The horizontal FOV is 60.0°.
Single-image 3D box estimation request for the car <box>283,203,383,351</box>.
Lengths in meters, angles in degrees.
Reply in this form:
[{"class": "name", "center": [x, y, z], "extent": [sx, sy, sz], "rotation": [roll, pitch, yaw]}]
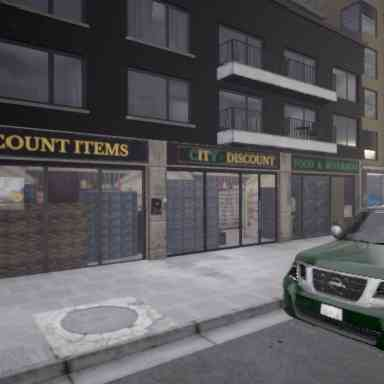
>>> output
[{"class": "car", "center": [4.081, 1.220, 5.971], "extent": [5.566, 2.045, 2.150], "rotation": [0, 0, -35]}]
